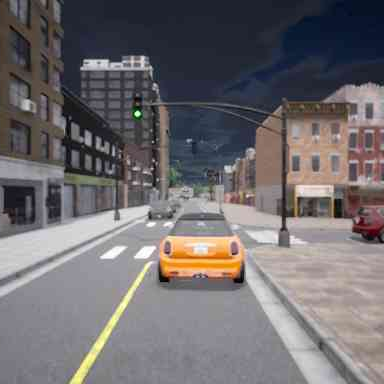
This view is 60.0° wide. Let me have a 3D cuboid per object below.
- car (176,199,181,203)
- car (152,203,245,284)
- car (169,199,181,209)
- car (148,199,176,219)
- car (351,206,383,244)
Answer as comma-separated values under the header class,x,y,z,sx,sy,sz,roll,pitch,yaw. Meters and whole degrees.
class,x,y,z,sx,sy,sz,roll,pitch,yaw
car,-2.845,1.810,41.080,2.033,1.411,5.357,0,-1,0
car,0.339,1.378,9.829,2.097,1.767,4.553,0,0,4
car,-2.810,1.959,55.523,1.837,1.490,4.892,0,-1,0
car,-2.805,1.514,30.444,2.097,1.767,4.553,0,0,-1
car,10.816,1.647,16.983,5.009,1.841,2.192,1,-1,0
